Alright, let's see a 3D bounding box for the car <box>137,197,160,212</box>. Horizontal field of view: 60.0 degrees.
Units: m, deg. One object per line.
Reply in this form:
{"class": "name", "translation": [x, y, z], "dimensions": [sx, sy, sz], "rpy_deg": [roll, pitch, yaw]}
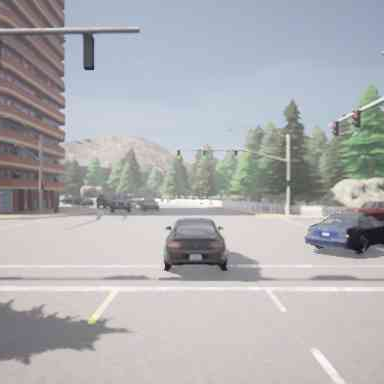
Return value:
{"class": "car", "translation": [-5.260, 1.609, 40.999], "dimensions": [1.837, 1.490, 4.892], "rpy_deg": [0, 0, -17]}

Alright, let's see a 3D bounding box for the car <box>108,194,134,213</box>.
{"class": "car", "translation": [-8.407, 1.321, 39.086], "dimensions": [2.150, 2.045, 5.566], "rpy_deg": [0, 0, -15]}

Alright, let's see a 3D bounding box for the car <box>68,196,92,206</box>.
{"class": "car", "translation": [-18.494, 1.495, 56.478], "dimensions": [4.553, 1.767, 2.097], "rpy_deg": [0, 0, 43]}

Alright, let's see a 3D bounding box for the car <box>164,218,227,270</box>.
{"class": "car", "translation": [0.098, 1.577, 11.023], "dimensions": [1.812, 1.442, 4.674], "rpy_deg": [0, -1, 0]}

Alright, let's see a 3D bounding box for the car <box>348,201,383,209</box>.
{"class": "car", "translation": [13.969, 1.473, 25.477], "dimensions": [4.553, 1.767, 2.097], "rpy_deg": [0, 0, 0]}

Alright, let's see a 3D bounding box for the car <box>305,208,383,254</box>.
{"class": "car", "translation": [6.804, 1.622, 13.995], "dimensions": [5.357, 1.411, 2.033], "rpy_deg": [1, 0, -43]}

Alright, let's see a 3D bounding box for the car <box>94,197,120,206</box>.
{"class": "car", "translation": [-14.786, 1.638, 57.825], "dimensions": [2.128, 1.511, 4.902], "rpy_deg": [0, 0, -44]}

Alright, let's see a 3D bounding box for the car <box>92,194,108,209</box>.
{"class": "car", "translation": [-12.361, 1.345, 48.670], "dimensions": [2.150, 2.045, 5.566], "rpy_deg": [0, 0, -32]}

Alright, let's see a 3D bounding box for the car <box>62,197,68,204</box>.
{"class": "car", "translation": [-22.881, 1.666, 64.096], "dimensions": [4.892, 1.490, 1.837], "rpy_deg": [0, 0, 31]}

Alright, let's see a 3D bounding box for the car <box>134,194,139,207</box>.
{"class": "car", "translation": [-8.989, 1.348, 49.781], "dimensions": [2.150, 2.045, 5.566], "rpy_deg": [0, 0, -31]}
